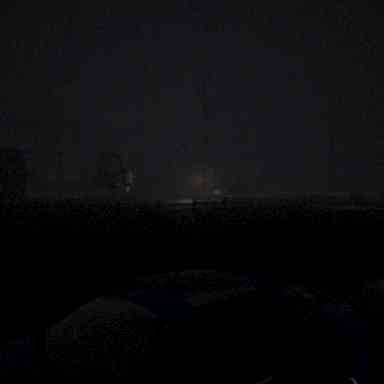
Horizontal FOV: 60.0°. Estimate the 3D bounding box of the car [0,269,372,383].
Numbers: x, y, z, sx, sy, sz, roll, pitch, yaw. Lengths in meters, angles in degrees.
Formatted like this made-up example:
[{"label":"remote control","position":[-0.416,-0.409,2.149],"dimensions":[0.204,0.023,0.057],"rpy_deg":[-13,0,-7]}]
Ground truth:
[{"label":"car","position":[-0.218,1.528,2.917],"dimensions":[4.674,1.442,1.812],"rpy_deg":[0,0,-36]}]
